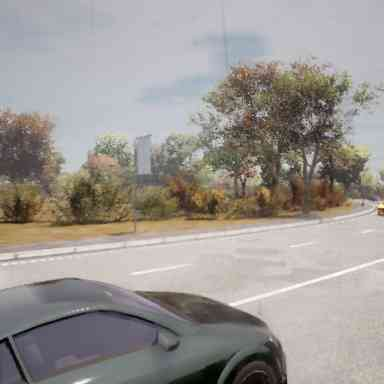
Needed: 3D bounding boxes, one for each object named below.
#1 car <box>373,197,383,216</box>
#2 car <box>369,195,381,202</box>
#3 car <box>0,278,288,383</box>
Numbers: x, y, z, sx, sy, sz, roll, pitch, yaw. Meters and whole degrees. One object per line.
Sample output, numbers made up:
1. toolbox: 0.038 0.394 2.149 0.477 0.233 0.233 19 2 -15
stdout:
1. car: 19.747 1.541 33.096 1.882 1.535 5.008 0 0 37
2. car: 37.989 1.393 68.658 2.128 1.511 4.902 0 0 18
3. car: -1.028 1.572 3.125 4.181 1.385 1.994 0 0 -36
